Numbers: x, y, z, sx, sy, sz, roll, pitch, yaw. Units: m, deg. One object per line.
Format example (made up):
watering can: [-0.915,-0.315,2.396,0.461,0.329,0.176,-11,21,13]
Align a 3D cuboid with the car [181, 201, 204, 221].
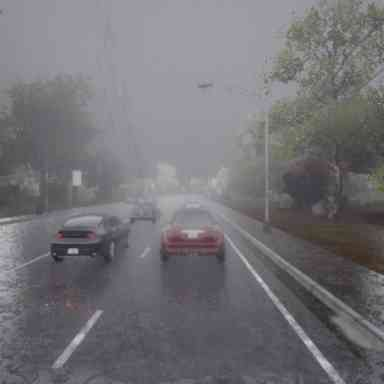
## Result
car: [0.051,1.561,28.241,1.812,1.442,4.674,0,0,1]

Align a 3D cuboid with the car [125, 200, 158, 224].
car: [-3.474,1.583,25.411,2.033,1.411,5.357,0,0,0]

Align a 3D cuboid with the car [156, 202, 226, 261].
car: [0.045,1.381,12.504,2.097,1.767,4.553,0,0,0]

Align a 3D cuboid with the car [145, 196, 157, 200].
car: [-7.054,1.533,57.673,2.128,1.511,4.902,0,0,0]

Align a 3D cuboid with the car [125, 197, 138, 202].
car: [-10.537,1.605,58.722,1.994,1.385,4.181,0,0,1]

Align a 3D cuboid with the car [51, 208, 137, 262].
car: [-3.460,1.531,12.168,1.837,1.490,4.892,0,-1,1]
